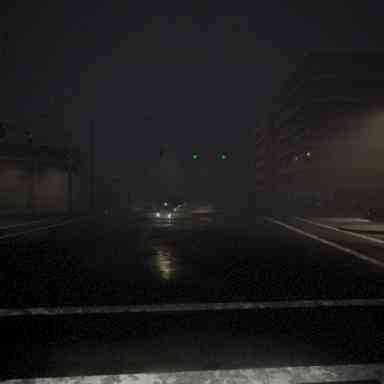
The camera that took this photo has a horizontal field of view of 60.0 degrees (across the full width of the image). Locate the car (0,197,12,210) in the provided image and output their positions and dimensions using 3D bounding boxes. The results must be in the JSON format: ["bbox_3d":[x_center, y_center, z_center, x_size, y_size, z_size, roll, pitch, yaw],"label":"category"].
[{"bbox_3d":[-23.228,1.291,36.930,4.611,1.667,2.242,0,0,1],"label":"car"}]

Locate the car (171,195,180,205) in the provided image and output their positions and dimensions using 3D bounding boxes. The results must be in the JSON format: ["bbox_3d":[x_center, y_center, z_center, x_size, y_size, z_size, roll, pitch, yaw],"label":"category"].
[{"bbox_3d":[-3.084,1.473,48.025,1.882,1.535,5.008,0,0,0],"label":"car"}]

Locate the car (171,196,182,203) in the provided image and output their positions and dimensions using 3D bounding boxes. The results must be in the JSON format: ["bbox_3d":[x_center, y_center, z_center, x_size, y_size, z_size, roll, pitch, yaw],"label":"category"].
[{"bbox_3d":[-3.146,1.540,68.376,2.033,1.411,5.357,0,0,0],"label":"car"}]

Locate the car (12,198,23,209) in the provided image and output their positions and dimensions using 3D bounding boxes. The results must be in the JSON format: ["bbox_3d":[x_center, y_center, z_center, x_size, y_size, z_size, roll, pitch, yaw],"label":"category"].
[{"bbox_3d":[-23.931,1.451,42.683,3.806,1.475,1.970,0,0,1],"label":"car"}]

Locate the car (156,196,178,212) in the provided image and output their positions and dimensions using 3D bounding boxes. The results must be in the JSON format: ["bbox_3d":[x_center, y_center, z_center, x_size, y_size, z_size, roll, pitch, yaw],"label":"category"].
[{"bbox_3d":[-3.042,1.543,38.448,2.033,1.411,5.357,0,0,0],"label":"car"}]

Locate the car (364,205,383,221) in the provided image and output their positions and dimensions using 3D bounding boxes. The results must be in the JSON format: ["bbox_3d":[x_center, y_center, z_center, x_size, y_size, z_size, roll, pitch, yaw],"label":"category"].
[{"bbox_3d":[16.279,1.561,26.914,4.181,1.385,1.994,0,0,1],"label":"car"}]

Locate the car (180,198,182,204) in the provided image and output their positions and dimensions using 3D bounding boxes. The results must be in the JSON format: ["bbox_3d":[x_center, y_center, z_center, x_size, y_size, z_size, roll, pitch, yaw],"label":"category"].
[{"bbox_3d":[-3.083,1.346,58.028,2.097,1.767,4.553,0,0,0],"label":"car"}]
